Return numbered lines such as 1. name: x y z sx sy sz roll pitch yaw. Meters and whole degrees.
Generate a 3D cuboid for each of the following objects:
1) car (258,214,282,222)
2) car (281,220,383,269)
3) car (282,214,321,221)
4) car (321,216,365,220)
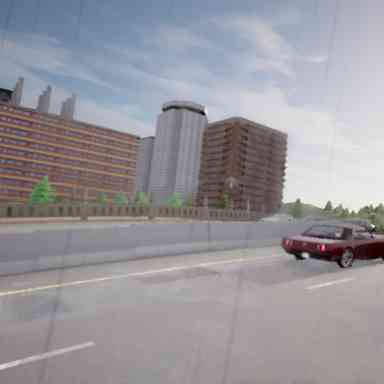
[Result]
1. car: 8.286 2.772 31.284 4.674 1.442 1.812 7 -4 -35
2. car: 5.448 1.831 11.936 4.718 1.301 1.895 3 -2 -35
3. car: 10.324 2.718 28.438 5.008 1.535 1.882 7 -4 -35
4. car: 12.354 2.763 25.587 4.892 1.490 1.837 7 -4 -35
